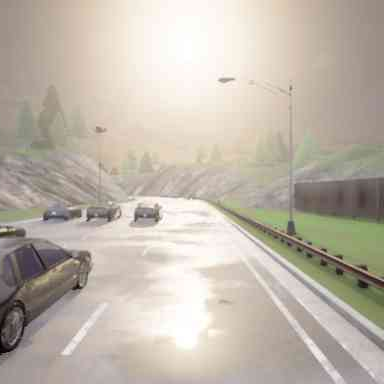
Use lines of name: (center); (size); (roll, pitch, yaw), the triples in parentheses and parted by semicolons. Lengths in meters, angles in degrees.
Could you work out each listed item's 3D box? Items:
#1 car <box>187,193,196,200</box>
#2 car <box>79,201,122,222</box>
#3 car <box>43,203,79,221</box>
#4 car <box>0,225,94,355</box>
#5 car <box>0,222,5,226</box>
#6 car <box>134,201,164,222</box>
car: (-0.172, 1.202, 92.065); (2.150, 2.045, 5.566); (0, 0, -8)
car: (-6.875, 1.485, 26.364); (2.128, 1.511, 4.902); (0, 0, 0)
car: (-10.371, 1.557, 27.022); (1.994, 1.385, 4.181); (0, 0, 0)
car: (-3.400, 1.546, 6.018); (2.033, 1.411, 5.357); (0, 0, 0)
car: (-6.899, 1.489, 10.204); (2.128, 1.511, 4.902); (0, 0, 0)
car: (-3.375, 1.485, 26.363); (2.128, 1.511, 4.902); (0, 0, 0)
